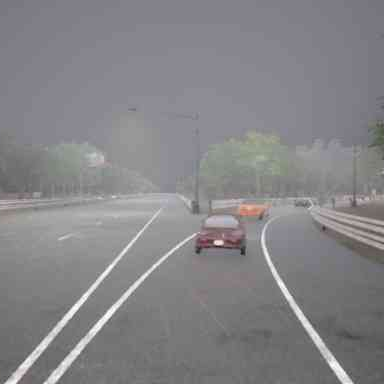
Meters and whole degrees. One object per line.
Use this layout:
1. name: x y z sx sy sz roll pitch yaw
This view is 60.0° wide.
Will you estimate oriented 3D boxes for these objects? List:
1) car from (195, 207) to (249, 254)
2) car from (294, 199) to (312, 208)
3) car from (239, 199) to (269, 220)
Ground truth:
1. car: 1.272 1.538 13.492 1.812 1.442 4.674 0 0 9
2. car: 17.348 1.675 50.791 1.895 1.301 4.718 0 0 37
3. car: 5.461 1.389 29.100 2.097 1.767 4.553 0 0 21
